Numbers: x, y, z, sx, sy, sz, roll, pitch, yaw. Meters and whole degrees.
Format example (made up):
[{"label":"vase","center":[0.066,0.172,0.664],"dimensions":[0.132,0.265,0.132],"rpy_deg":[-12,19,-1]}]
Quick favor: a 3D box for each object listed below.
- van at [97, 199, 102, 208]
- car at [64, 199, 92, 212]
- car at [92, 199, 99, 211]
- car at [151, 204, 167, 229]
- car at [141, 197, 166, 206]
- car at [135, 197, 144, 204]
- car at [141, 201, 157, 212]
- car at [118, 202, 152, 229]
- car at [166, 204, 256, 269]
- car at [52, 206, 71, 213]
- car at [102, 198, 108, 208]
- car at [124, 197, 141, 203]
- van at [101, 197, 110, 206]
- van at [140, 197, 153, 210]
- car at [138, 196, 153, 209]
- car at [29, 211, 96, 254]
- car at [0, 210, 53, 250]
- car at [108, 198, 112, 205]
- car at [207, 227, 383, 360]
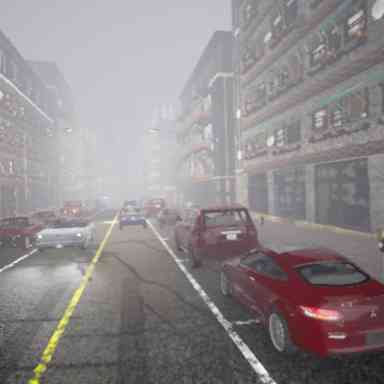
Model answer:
[{"label":"van","center":[-14.607,1.919,48.870],"dimensions":[1.690,1.788,3.998],"rpy_deg":[-2,0,-11]},{"label":"car","center":[-11.401,1.750,32.222],"dimensions":[2.192,1.841,5.009],"rpy_deg":[-2,0,-11]},{"label":"car","center":[-13.498,2.054,43.154],"dimensions":[1.752,1.417,4.829],"rpy_deg":[-2,0,-11]},{"label":"car","center":[-1.500,1.686,22.528],"dimensions":[1.802,1.307,4.206],"rpy_deg":[-3,0,-11]},{"label":"car","center":[-3.655,1.514,33.651],"dimensions":[2.192,1.841,5.009],"rpy_deg":[-3,0,-11]},{"label":"car","center":[-13.293,2.069,83.709],"dimensions":[1.967,1.590,4.097],"rpy_deg":[-3,0,-11]},{"label":"car","center":[-5.786,1.877,44.775],"dimensions":[1.802,1.307,4.206],"rpy_deg":[-3,0,-11]},{"label":"car","center":[-4.172,1.736,23.353],"dimensions":[2.033,1.411,5.357],"rpy_deg":[-2,0,-11]},{"label":"car","center":[0.632,1.324,11.404],"dimensions":[2.192,1.841,5.009],"rpy_deg":[-3,0,-11]},{"label":"car","center":[-9.253,1.884,21.125],"dimensions":[1.887,1.381,4.507],"rpy_deg":[-2,0,-11]},{"label":"car","center":[-16.741,2.113,59.968],"dimensions":[1.967,1.590,4.097],"rpy_deg":[-2,0,-11]},{"label":"car","center":[-7.372,1.682,39.861],"dimensions":[2.097,1.767,4.553],"rpy_deg":[-2,0,-11]},{"label":"van","center":[-19.952,2.157,76.615],"dimensions":[1.690,1.788,3.998],"rpy_deg":[-2,0,-11]},{"label":"van","center":[-6.868,1.684,50.337],"dimensions":[1.690,1.788,3.998],"rpy_deg":[-3,0,-11]},{"label":"car","center":[-7.941,1.705,55.899],"dimensions":[2.192,1.841,5.009],"rpy_deg":[-3,0,-11]},{"label":"car","center":[-5.556,1.810,15.065],"dimensions":[1.895,1.301,4.718],"rpy_deg":[-2,0,-11]},{"label":"car","center":[-8.183,1.837,15.575],"dimensions":[1.887,1.381,4.507],"rpy_deg":[-2,0,-11]},{"label":"car","center":[-18.874,2.319,71.066],"dimensions":[2.008,1.369,4.403],"rpy_deg":[-2,0,-11]},{"label":"car","center":[1.715,1.544,5.842],"dimensions":[1.802,1.307,4.206],"rpy_deg":[-3,0,-11]}]
